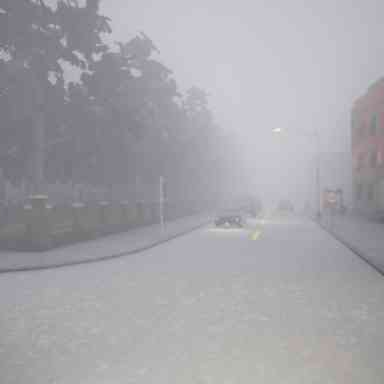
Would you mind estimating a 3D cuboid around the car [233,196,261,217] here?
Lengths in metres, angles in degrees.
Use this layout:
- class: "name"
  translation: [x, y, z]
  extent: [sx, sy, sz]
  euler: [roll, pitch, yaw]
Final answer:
- class: "car"
  translation: [5.590, 1.484, 34.566]
  extent: [2.150, 2.045, 5.566]
  euler: [-1, -1, 15]

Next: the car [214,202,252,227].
- class: "car"
  translation: [2.996, 1.746, 24.713]
  extent: [2.033, 1.411, 5.357]
  euler: [-1, -1, 15]

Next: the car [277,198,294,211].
- class: "car"
  translation: [12.592, 1.846, 44.677]
  extent: [1.994, 1.385, 4.181]
  euler: [-1, -1, 15]

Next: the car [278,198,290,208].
- class: "car"
  translation: [15.559, 1.864, 56.312]
  extent: [1.837, 1.490, 4.892]
  euler: [-1, -1, 15]
